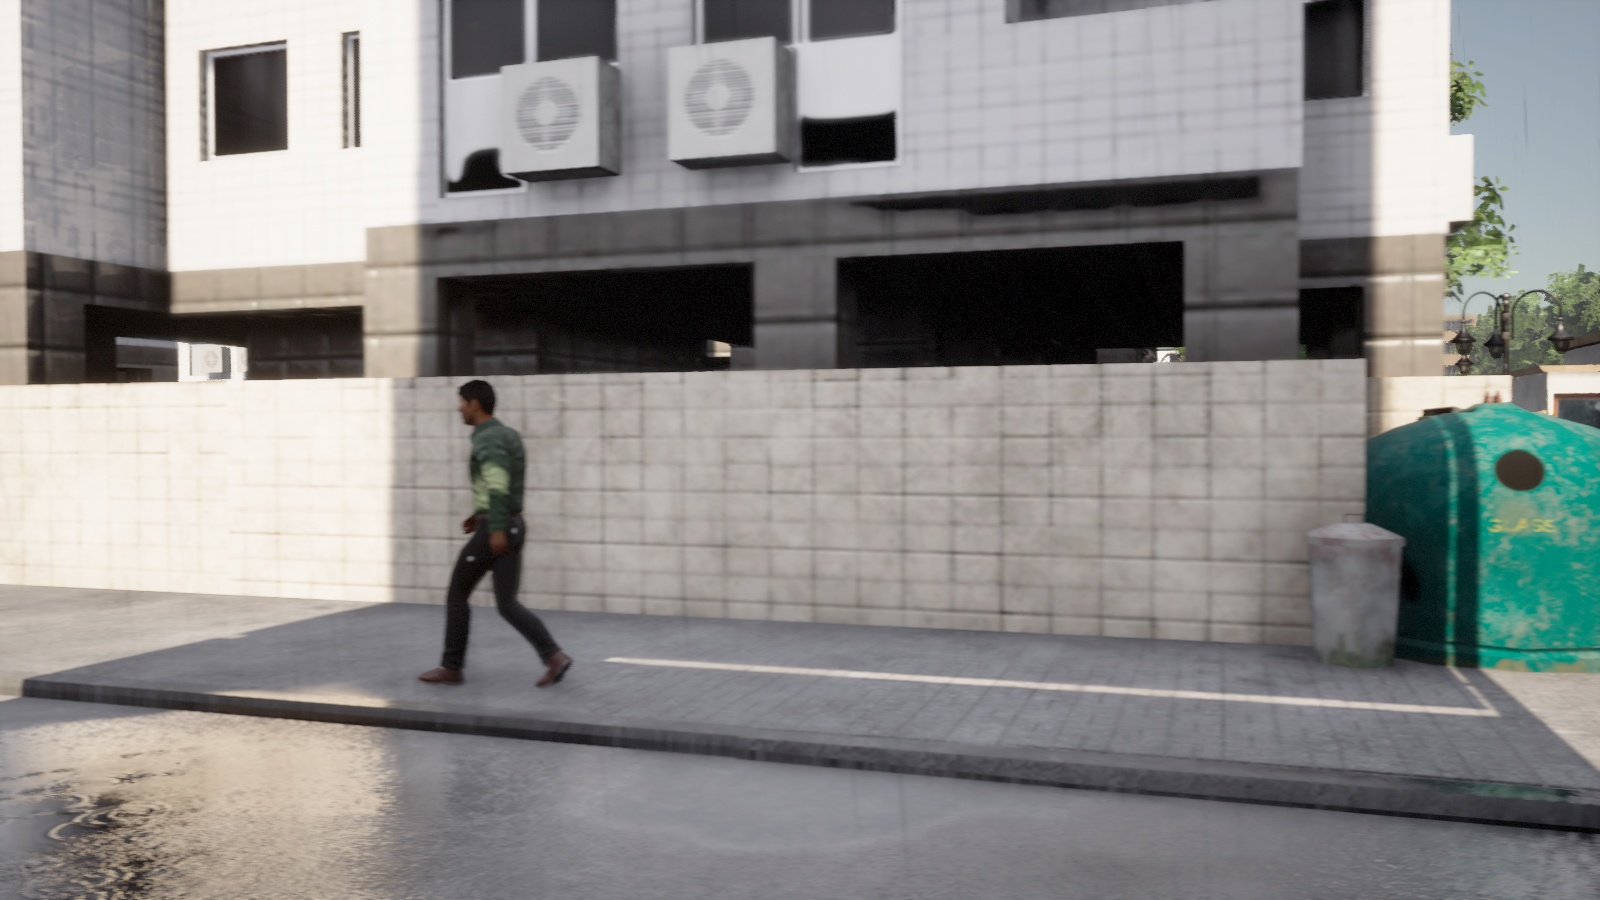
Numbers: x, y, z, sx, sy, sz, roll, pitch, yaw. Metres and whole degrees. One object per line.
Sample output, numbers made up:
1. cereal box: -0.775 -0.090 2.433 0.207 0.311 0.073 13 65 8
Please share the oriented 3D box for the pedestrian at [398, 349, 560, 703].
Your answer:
1. pedestrian: -1.834 0.413 7.199 0.788 1.949 0.423 0 1 13
